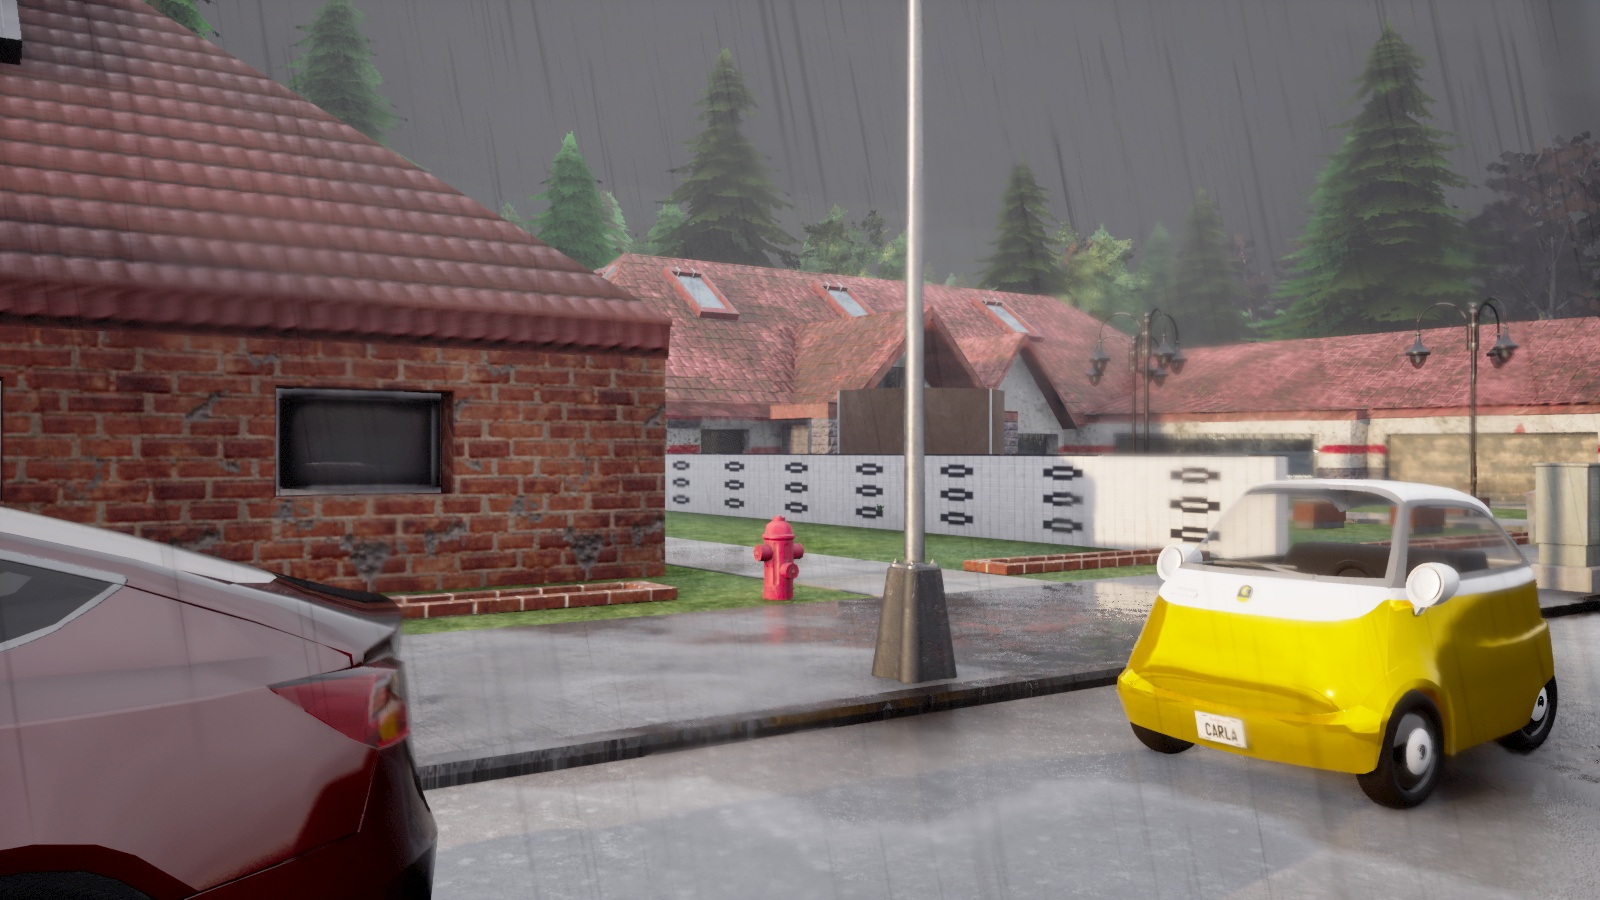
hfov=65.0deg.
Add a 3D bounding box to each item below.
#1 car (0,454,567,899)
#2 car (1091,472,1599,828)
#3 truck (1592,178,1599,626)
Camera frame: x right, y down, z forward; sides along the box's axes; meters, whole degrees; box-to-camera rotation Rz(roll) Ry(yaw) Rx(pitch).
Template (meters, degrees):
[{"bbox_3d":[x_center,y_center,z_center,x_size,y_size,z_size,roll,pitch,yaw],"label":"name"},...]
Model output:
[{"bbox_3d":[-3.070,0.756,2.135,4.792,1.488,2.163,0,0,-35],"label":"car"},{"bbox_3d":[2.760,0.809,6.189,2.207,1.376,1.481,0,0,-35],"label":"car"},{"bbox_3d":[11.095,-0.414,11.998,8.468,3.827,2.891,0,0,-35],"label":"truck"}]
